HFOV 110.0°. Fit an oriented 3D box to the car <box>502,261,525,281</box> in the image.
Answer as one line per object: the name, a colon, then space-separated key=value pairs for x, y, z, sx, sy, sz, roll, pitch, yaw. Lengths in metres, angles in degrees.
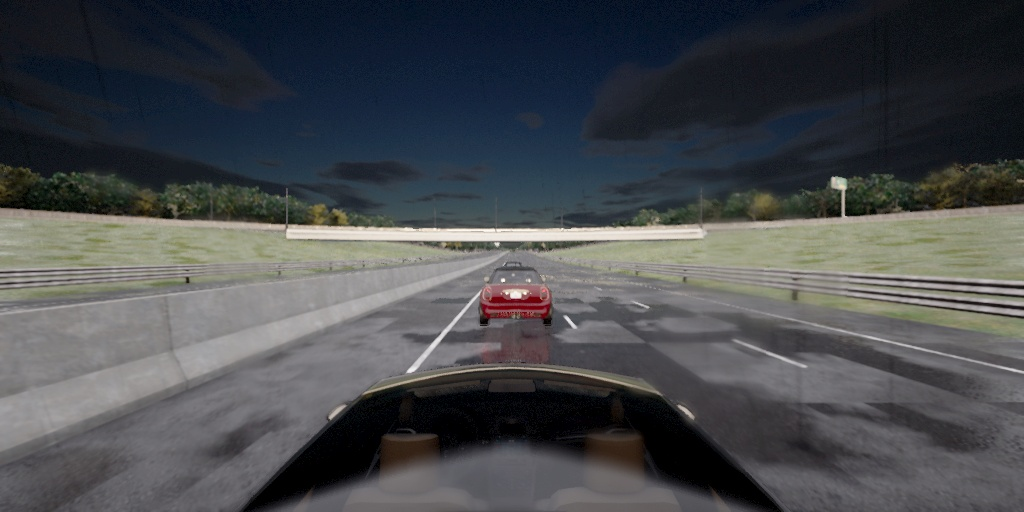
car: x=0.107 y=1.230 z=30.876 sx=1.837 sy=1.490 sz=4.892 roll=0 pitch=0 yaw=0

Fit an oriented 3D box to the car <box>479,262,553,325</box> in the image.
car: x=0.101 y=1.093 z=11.944 sx=2.097 sy=1.767 sz=4.553 roll=0 pitch=0 yaw=0
